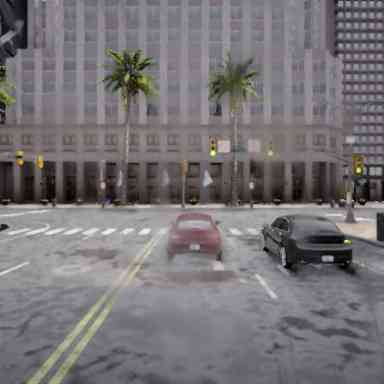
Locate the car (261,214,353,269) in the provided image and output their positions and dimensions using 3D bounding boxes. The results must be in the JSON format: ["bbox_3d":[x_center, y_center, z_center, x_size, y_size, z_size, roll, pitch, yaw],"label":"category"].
[{"bbox_3d":[3.595,1.508,11.199,1.837,1.490,4.892,0,0,0],"label":"car"}]

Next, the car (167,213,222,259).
[{"bbox_3d":[0.095,1.528,12.503,1.812,1.442,4.674,0,0,0],"label":"car"}]
